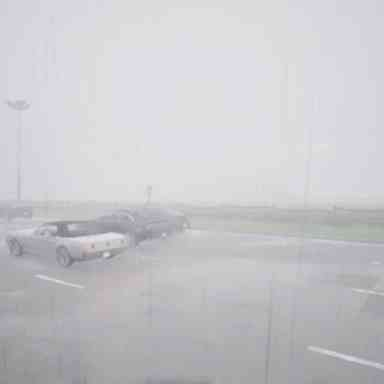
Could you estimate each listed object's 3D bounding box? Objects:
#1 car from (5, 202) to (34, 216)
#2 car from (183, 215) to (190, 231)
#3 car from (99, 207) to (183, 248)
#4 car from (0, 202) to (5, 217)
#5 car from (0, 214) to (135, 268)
[{"bbox_3d":[-15.205,1.546,27.741,5.008,1.535,1.882,0,0,36],"label":"car"},{"bbox_3d":[-2.239,1.555,18.486,4.674,1.442,1.812,0,0,36],"label":"car"},{"bbox_3d":[-3.089,1.517,14.788,4.902,1.511,2.128,0,0,36],"label":"car"},{"bbox_3d":[-15.967,1.557,23.983,4.902,1.511,2.128,0,0,36],"label":"car"},{"bbox_3d":[-4.413,1.625,11.435,4.718,1.301,1.895,0,0,36],"label":"car"}]
